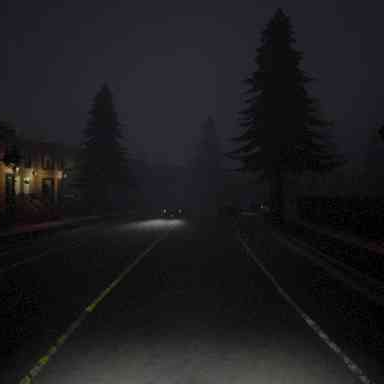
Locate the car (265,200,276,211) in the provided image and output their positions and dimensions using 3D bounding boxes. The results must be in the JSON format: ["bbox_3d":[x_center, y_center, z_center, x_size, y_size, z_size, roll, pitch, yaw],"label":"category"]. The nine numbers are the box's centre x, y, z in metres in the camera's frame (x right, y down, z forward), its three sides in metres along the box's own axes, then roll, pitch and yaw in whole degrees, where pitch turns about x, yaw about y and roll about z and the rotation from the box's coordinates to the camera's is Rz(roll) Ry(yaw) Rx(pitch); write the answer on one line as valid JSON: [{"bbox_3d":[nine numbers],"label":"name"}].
[{"bbox_3d":[10.454,1.853,48.027,1.837,1.490,4.892,0,0,35],"label":"car"}]

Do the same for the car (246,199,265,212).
[{"bbox_3d":[7.511,1.788,43.201,1.882,1.535,5.008,0,0,28],"label":"car"}]

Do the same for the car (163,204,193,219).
[{"bbox_3d":[-1.296,1.821,31.856,1.895,1.301,4.718,0,0,12],"label":"car"}]

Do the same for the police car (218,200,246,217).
[{"bbox_3d":[4.012,1.671,34.582,1.930,1.638,5.238,0,0,16],"label":"police car"}]
